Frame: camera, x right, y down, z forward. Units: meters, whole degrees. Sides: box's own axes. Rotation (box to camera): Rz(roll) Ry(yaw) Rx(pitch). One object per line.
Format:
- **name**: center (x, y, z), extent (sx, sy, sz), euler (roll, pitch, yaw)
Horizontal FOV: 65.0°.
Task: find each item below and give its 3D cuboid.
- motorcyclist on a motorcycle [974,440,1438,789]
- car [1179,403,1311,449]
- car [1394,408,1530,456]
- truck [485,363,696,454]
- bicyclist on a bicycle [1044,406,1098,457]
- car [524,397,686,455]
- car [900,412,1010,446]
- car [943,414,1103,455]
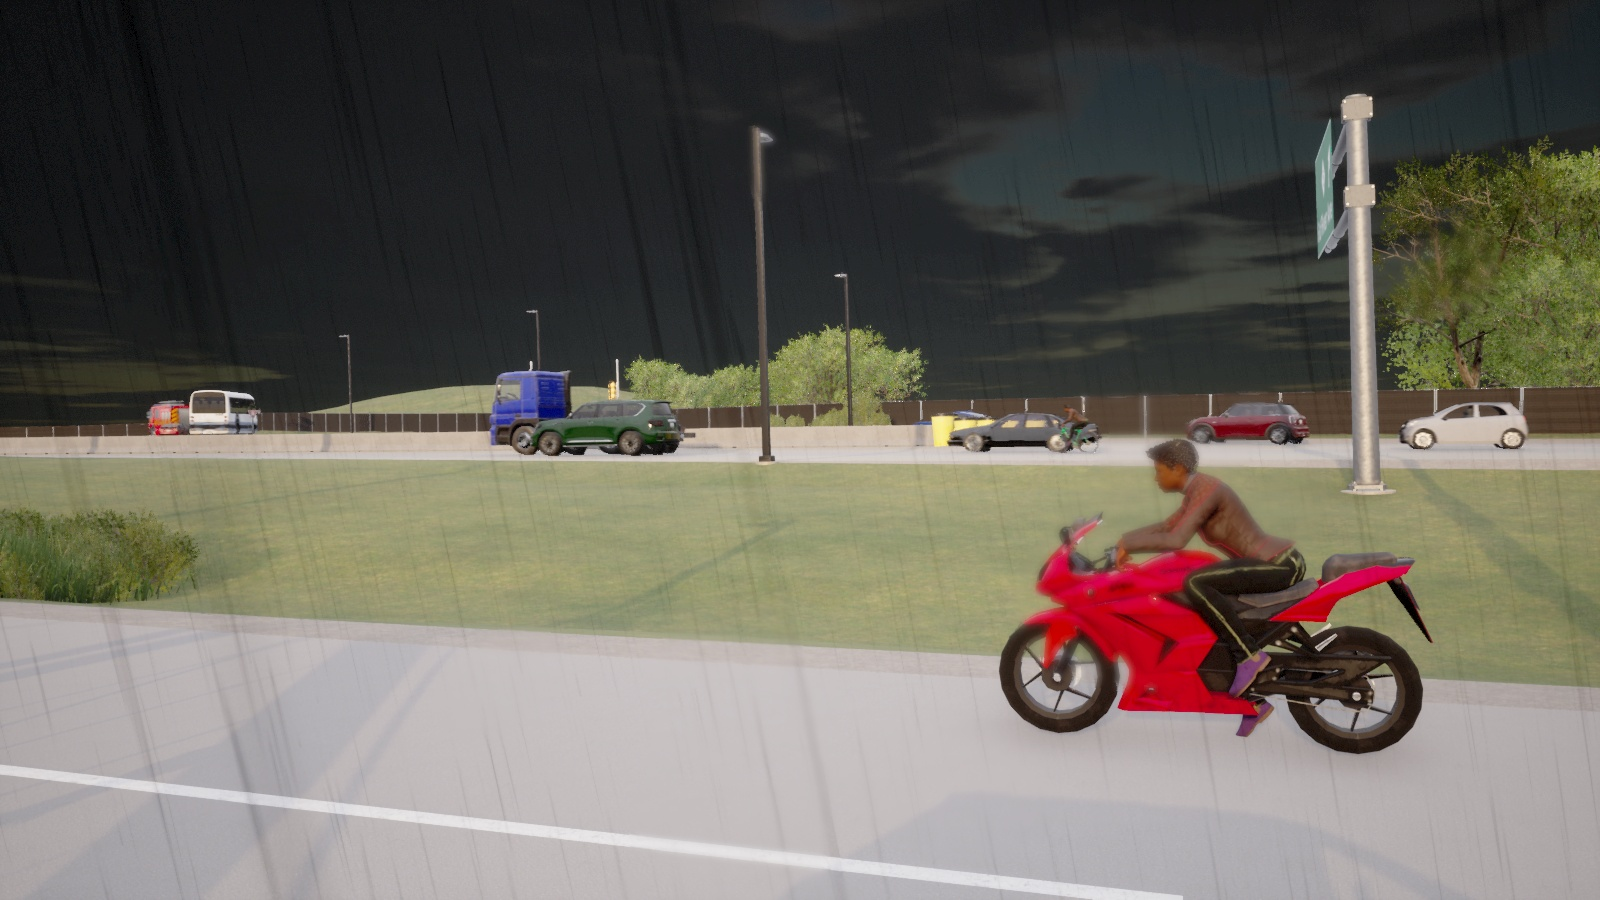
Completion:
- **motorcyclist on a motorcycle**: center (1.955, 0.718, 6.226), extent (2.044, 1.523, 0.797), euler (0, 1, 19)
- **car**: center (17.885, -0.959, 50.579), extent (4.553, 1.767, 2.097), euler (1, 2, 38)
- **car**: center (21.086, -0.571, 40.151), extent (3.633, 1.501, 1.845), euler (0, 1, 19)
- **truck**: center (-8.390, -1.612, 50.416), extent (7.936, 3.462, 2.891), euler (0, 1, 19)
- **bicyclist on a bicycle**: center (8.794, -0.600, 40.731), extent (1.656, 1.620, 0.582), euler (0, 1, 19)
- **car**: center (-7.182, -0.859, 46.299), extent (5.566, 2.045, 2.150), euler (0, 1, 19)
- **car**: center (7.298, -1.032, 59.488), extent (5.008, 1.535, 1.882), euler (1, 2, 41)
- **car**: center (7.955, -0.557, 44.731), extent (5.357, 1.411, 2.033), euler (0, 1, 19)
